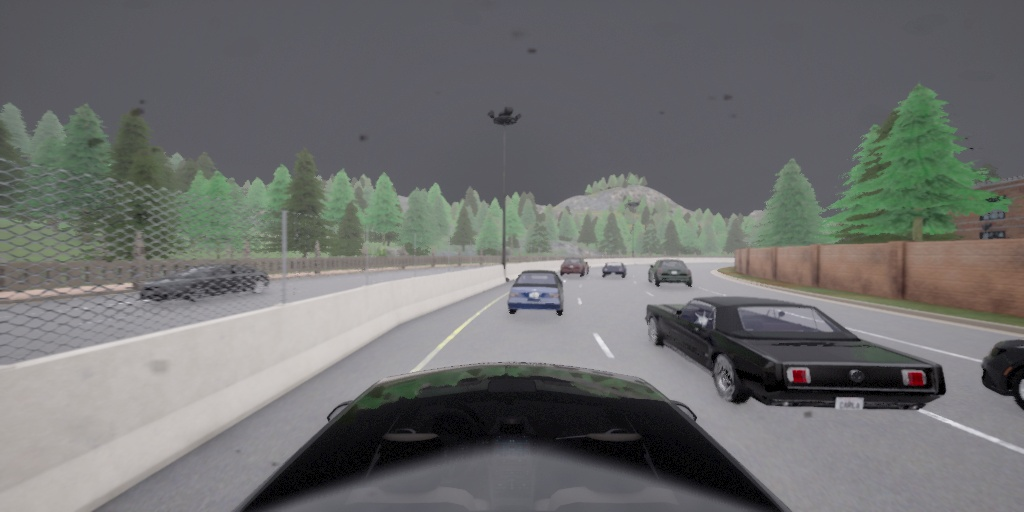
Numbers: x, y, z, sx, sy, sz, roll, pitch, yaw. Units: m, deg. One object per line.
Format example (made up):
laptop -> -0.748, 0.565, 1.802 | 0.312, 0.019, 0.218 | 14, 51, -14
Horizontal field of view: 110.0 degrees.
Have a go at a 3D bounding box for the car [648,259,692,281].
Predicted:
car -> 10.227, 0.990, 23.477 | 2.097, 1.767, 4.553 | 0, 0, 14

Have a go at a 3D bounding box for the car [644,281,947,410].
car -> 3.873, 1.338, 6.196 | 1.895, 1.301, 4.718 | 0, 0, 3

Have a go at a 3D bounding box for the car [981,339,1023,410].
car -> 7.210, 1.286, 2.730 | 1.837, 1.490, 4.892 | 0, 0, 1

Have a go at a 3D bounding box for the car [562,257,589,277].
car -> 5.760, 0.896, 32.593 | 2.097, 1.767, 4.553 | 0, 0, 19

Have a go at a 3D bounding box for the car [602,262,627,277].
car -> 9.230, 1.167, 32.087 | 1.895, 1.301, 4.718 | 0, 0, 20

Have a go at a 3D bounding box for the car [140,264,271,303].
car -> -12.999, 1.101, 15.634 | 1.837, 1.490, 4.892 | 0, 0, 8

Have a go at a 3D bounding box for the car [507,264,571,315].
car -> 1.001, 1.214, 13.291 | 2.033, 1.411, 5.357 | 0, 0, 8
